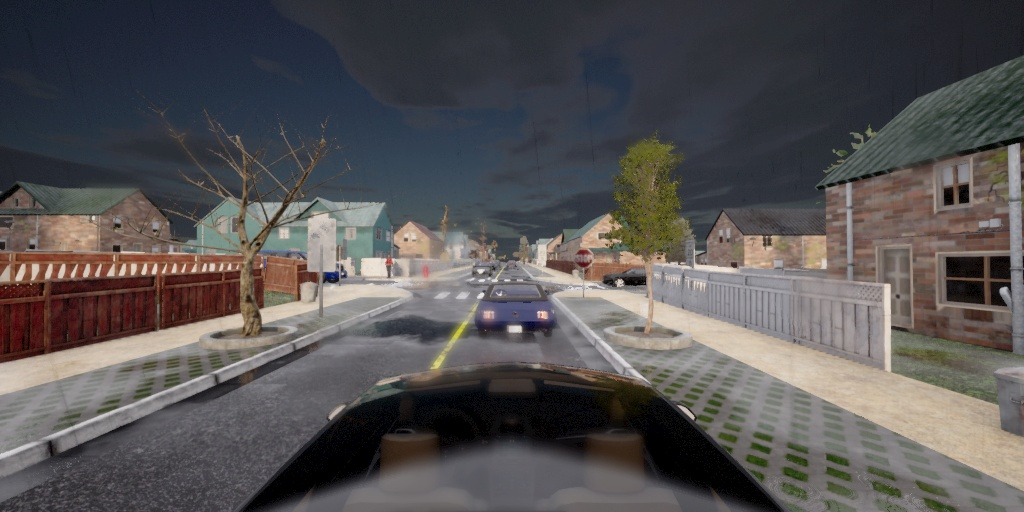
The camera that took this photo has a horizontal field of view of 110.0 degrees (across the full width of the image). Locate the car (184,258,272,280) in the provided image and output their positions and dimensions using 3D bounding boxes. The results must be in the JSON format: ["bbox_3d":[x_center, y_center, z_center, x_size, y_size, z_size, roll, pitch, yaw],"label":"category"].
[{"bbox_3d":[-19.905,0.902,25.263,4.674,1.442,1.812,1,-1,1],"label":"car"}]

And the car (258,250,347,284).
[{"bbox_3d":[-13.368,0.697,22.423,5.566,2.045,2.150,1,-1,-1],"label":"car"}]

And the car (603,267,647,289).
[{"bbox_3d":[8.967,1.503,25.382,5.008,1.535,1.882,1,-1,0],"label":"car"}]

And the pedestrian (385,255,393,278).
[{"bbox_3d":[-9.682,0.796,28.264,0.375,1.860,0.375,0,-2,0],"label":"pedestrian"}]

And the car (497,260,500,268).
[{"bbox_3d":[-2.933,1.422,47.399,1.895,1.301,4.718,0,0,0],"label":"car"}]

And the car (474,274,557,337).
[{"bbox_3d":[0.081,1.355,10.239,1.895,1.301,4.718,0,0,0],"label":"car"}]

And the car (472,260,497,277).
[{"bbox_3d":[-2.915,1.283,35.874,2.128,1.511,4.902,0,0,0],"label":"car"}]

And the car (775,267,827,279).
[{"bbox_3d":[20.488,1.637,25.400,4.553,1.767,2.097,1,-1,0],"label":"car"}]
